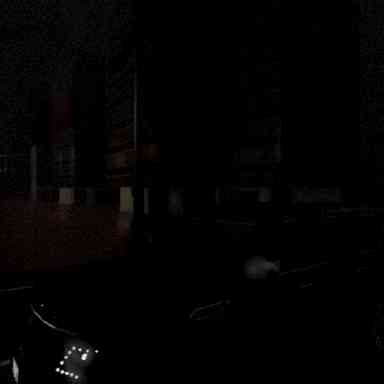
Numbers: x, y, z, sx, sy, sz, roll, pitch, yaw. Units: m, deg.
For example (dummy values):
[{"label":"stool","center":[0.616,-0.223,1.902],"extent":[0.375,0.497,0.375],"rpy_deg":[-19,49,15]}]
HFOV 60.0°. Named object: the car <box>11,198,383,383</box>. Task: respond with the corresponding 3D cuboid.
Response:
[{"label":"car","center":[0.734,1.198,4.481],"extent":[5.566,2.045,2.150],"rpy_deg":[0,0,-34]}]
